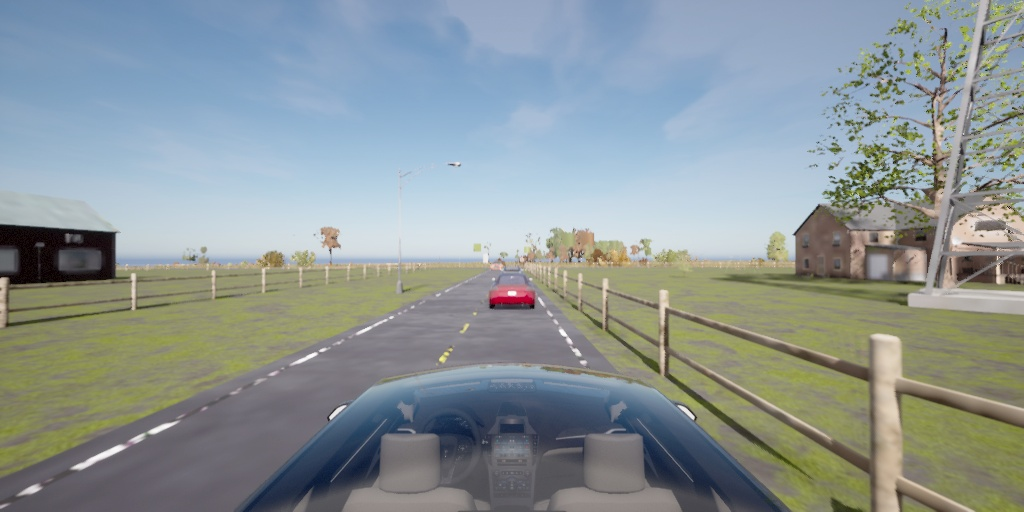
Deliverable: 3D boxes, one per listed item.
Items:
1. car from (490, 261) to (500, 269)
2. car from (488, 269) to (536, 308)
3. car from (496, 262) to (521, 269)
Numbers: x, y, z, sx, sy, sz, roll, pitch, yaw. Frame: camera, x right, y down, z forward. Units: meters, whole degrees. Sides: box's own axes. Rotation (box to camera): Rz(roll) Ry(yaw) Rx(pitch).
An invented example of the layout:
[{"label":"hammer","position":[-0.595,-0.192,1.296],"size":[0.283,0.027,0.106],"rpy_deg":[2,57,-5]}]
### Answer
[{"label":"car","position":[-2.771,1.718,65.071],"size":[2.097,1.767,4.553],"rpy_deg":[0,-1,1]},{"label":"car","position":[0.011,1.457,16.140],"size":[1.994,1.385,4.181],"rpy_deg":[0,-1,0]},{"label":"car","position":[0.013,1.533,31.142],"size":[2.128,1.511,4.902],"rpy_deg":[0,0,0]}]
